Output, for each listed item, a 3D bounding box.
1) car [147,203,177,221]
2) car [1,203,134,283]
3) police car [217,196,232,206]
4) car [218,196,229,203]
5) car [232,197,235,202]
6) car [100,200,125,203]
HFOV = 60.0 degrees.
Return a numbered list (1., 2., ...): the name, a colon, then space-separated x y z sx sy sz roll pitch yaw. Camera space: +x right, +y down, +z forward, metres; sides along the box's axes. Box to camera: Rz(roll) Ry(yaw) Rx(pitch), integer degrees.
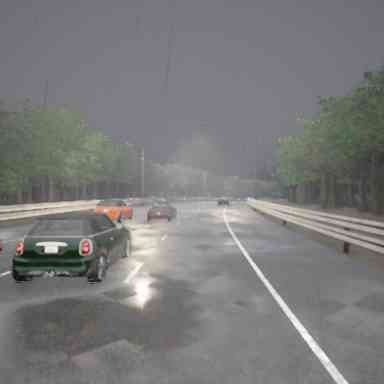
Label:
1. car: -2.383 1.599 27.186 1.994 1.385 4.181 0 0 4
2. car: -3.217 1.360 9.859 2.097 1.767 4.553 0 0 1
3. police car: 5.428 1.544 56.918 1.930 1.638 5.238 0 0 8
4. car: 7.131 1.580 74.979 2.128 1.511 4.902 0 -1 12
5. car: 10.298 1.908 89.763 1.994 1.385 4.181 0 -1 14
6. car: -5.985 1.384 25.754 2.097 1.767 4.553 0 0 4
